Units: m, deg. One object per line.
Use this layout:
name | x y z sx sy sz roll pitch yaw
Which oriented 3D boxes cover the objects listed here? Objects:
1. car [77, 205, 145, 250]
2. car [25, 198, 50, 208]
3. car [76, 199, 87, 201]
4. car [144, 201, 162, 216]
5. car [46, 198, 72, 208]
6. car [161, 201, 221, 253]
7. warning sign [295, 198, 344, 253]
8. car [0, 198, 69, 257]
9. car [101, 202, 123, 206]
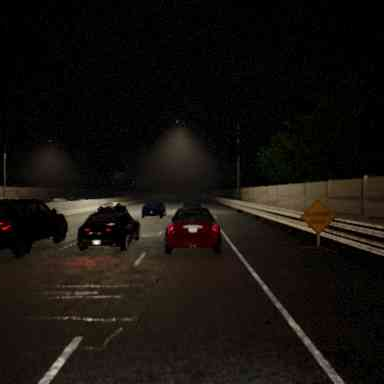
car | -3.455 1.559 14.497 1.837 1.490 4.892 0 0 0
car | -24.652 1.690 53.229 1.812 1.442 4.674 0 0 0
car | -17.664 1.764 53.027 1.895 1.301 4.718 0 0 0
car | -3.481 1.582 30.962 1.882 1.535 5.008 0 0 0
car | -21.154 1.711 53.165 2.033 1.411 5.357 0 0 0
car | 0.043 1.402 14.100 2.097 1.767 4.553 0 0 0
warning sign | 4.518 1.160 11.911 1.300 1.860 1.060 -1 -1 0
car | -6.959 1.272 13.332 2.150 2.045 5.566 0 0 0
car | -6.984 1.593 29.367 2.128 1.511 4.902 0 0 0
